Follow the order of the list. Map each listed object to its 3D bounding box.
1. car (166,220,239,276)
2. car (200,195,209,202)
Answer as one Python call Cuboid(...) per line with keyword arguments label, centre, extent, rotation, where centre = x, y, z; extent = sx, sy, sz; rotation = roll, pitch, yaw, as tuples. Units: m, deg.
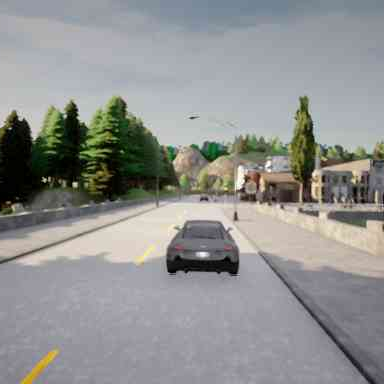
Cuboid(label="car", centre=(0.345, 1.548, 10.400), extent=(1.994, 1.385, 4.181), rotation=(1, 0, 2))
Cuboid(label="car", centre=(2.606, 1.334, 70.369), extent=(1.837, 1.490, 4.892), rotation=(1, 0, 2))
